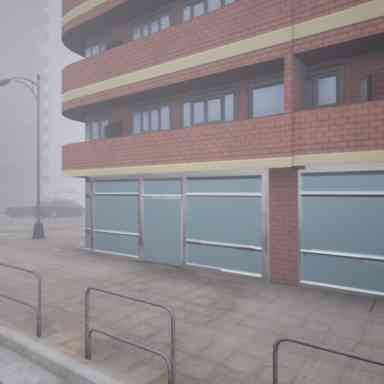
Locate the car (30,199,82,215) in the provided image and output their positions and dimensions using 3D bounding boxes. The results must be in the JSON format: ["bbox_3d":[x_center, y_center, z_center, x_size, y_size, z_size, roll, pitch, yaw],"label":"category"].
[{"bbox_3d":[-14.405,1.505,35.446,1.837,1.490,4.892,0,0,36],"label":"car"}]

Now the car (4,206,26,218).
[{"bbox_3d":[-14.121,1.601,29.910,1.895,1.301,4.718,0,0,36],"label":"car"}]

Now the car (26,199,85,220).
[{"bbox_3d":[-10.852,1.477,28.145,1.882,1.535,5.008,0,0,36],"label":"car"}]
